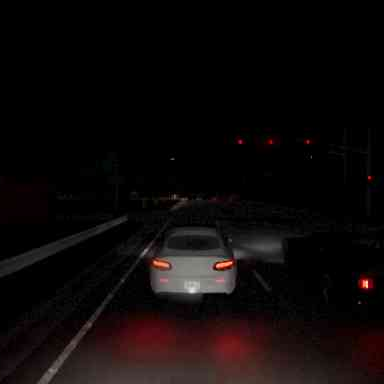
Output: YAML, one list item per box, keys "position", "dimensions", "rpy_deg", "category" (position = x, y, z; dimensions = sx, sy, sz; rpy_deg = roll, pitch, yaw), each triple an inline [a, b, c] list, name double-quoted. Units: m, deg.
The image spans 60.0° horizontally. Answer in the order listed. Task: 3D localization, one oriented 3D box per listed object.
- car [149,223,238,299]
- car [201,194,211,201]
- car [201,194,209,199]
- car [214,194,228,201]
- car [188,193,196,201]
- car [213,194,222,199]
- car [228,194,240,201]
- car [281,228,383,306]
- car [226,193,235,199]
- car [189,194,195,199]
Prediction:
- position: [0.075, 1.511, 8.296]
  dimensions: [1.812, 1.442, 4.674]
  rpy_deg: [0, 0, 2]
  category: "car"
- position: [3.512, 1.207, 81.160]
  dimensions: [2.097, 1.767, 4.553]
  rpy_deg: [0, 0, 0]
  category: "car"
- position: [3.513, 1.199, 91.193]
  dimensions: [2.128, 1.511, 4.902]
  rpy_deg: [0, 0, 0]
  category: "car"
- position: [7.012, 1.207, 81.159]
  dimensions: [2.097, 1.767, 4.553]
  rpy_deg: [0, 0, 0]
  category: "car"
- position: [0.012, 1.391, 80.774]
  dimensions: [2.033, 1.411, 5.357]
  rpy_deg: [0, 0, 0]
  category: "car"
- position: [7.013, 1.199, 91.193]
  dimensions: [2.128, 1.511, 4.902]
  rpy_deg: [0, 0, 0]
  category: "car"
- position: [10.512, 1.329, 80.772]
  dimensions: [1.882, 1.535, 5.008]
  rpy_deg: [0, 0, 0]
  category: "car"
- position: [3.564, 1.587, 7.905]
  dimensions: [1.895, 1.301, 4.718]
  rpy_deg: [0, 0, 0]
  category: "car"
- position: [10.513, 1.152, 91.192]
  dimensions: [1.882, 1.535, 5.008]
  rpy_deg: [0, 0, 0]
  category: "car"
- position: [0.013, 1.174, 91.194]
  dimensions: [1.837, 1.490, 4.892]
  rpy_deg: [0, 0, 0]
  category: "car"
